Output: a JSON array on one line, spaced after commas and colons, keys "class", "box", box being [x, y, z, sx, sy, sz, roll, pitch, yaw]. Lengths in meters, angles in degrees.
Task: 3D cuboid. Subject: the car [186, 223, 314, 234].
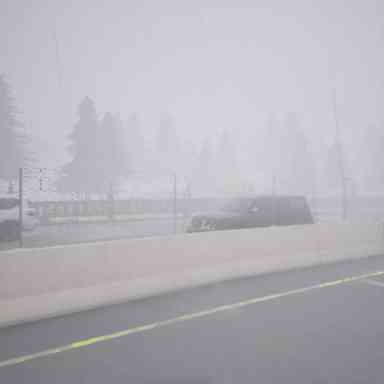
[{"class": "car", "box": [2.491, 1.147, 13.545, 5.566, 2.045, 2.150, 0, 0, -29]}]
